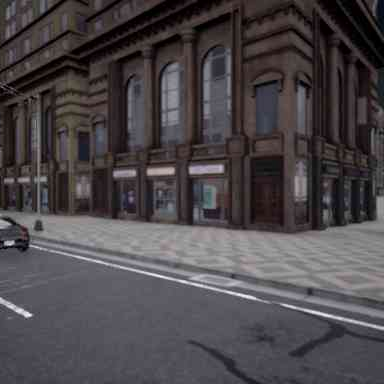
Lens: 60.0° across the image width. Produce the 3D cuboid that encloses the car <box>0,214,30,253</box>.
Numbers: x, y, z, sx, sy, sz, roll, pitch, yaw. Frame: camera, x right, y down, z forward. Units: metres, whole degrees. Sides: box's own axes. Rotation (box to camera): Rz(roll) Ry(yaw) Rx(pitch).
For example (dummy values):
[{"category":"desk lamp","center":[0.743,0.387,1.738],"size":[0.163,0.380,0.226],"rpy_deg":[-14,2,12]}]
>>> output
[{"category":"car","center":[-7.916,1.570,12.817],"size":[4.674,1.442,1.812],"rpy_deg":[0,0,41]}]
